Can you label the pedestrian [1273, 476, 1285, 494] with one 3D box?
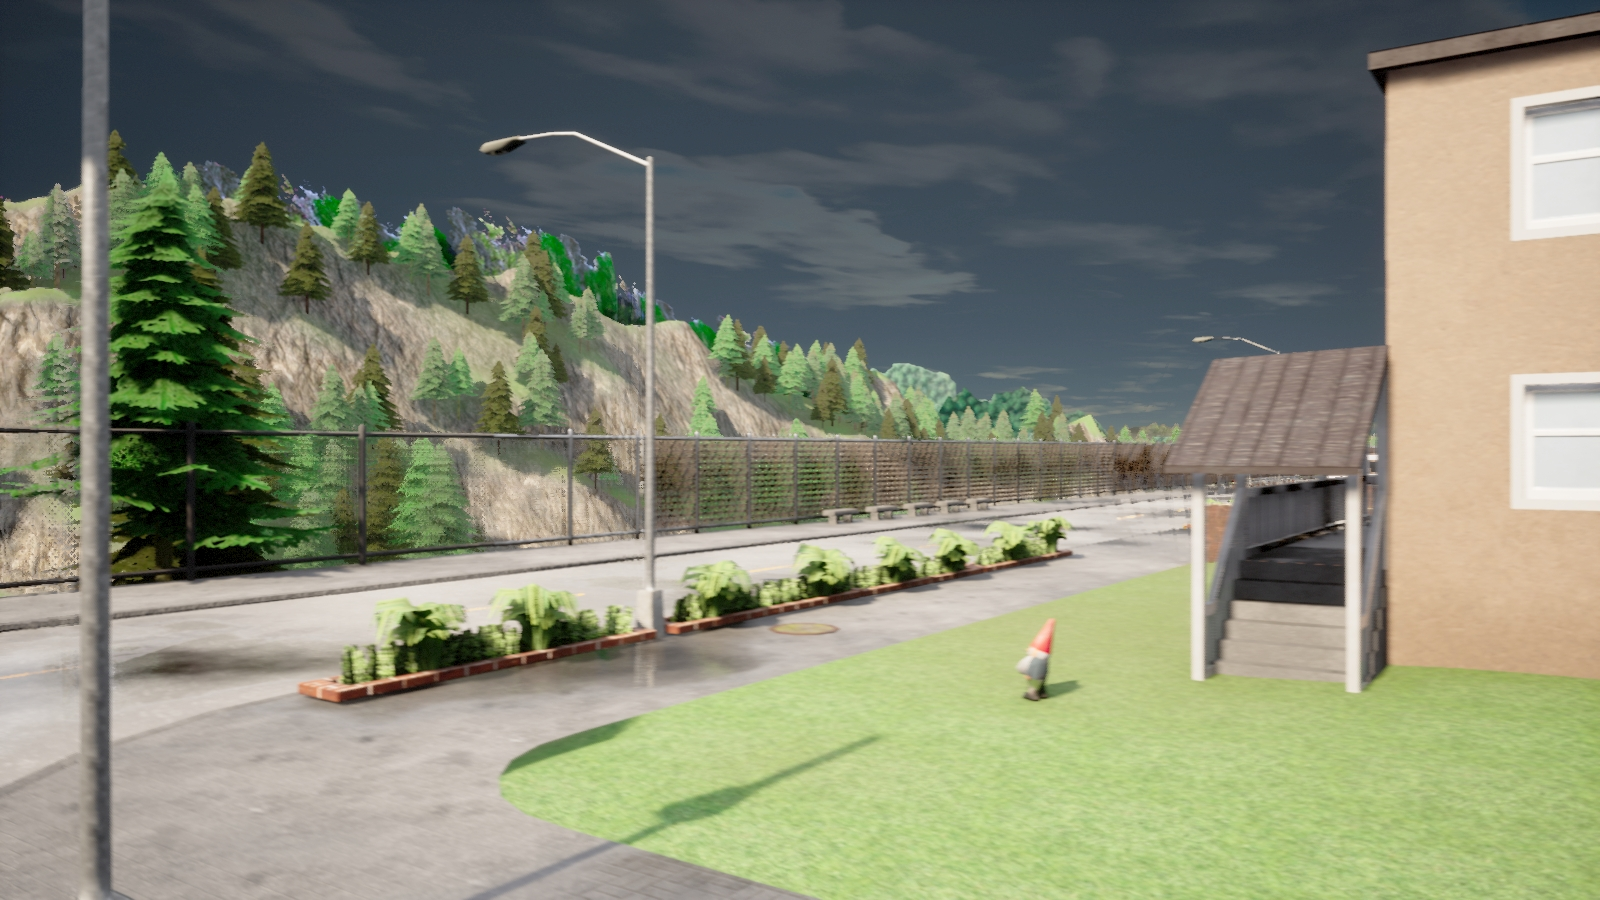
[{"bbox_3d":[30.252,2.228,72.175,0.500,1.100,0.500,0,0,-28],"label":"pedestrian"}]
